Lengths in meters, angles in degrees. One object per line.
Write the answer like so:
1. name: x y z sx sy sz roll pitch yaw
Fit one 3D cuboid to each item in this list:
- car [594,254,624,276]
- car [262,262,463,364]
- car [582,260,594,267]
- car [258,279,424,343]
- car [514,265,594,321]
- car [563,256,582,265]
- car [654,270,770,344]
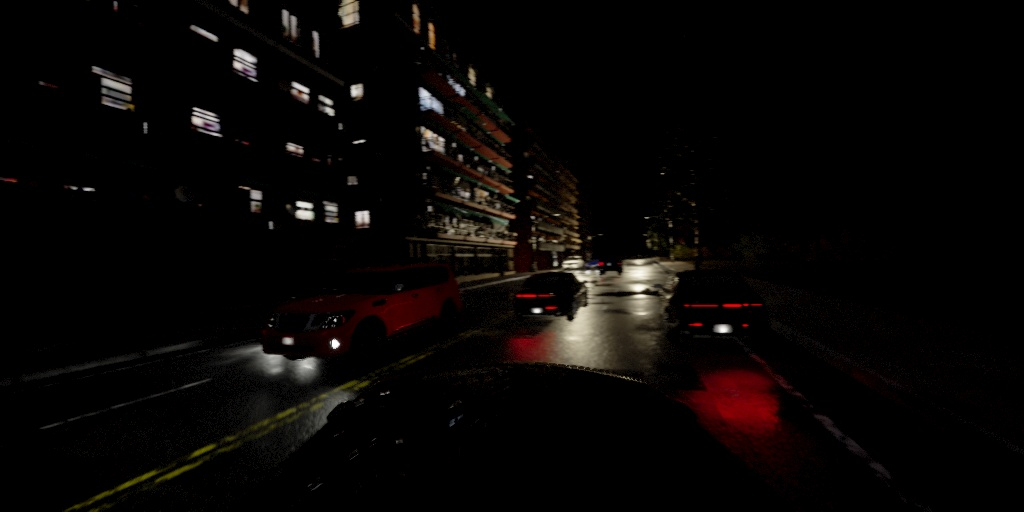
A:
1. car: 9.910 0.832 35.785 2.150 2.045 5.566 -3 -1 20
2. car: -3.342 1.246 9.427 2.150 2.045 5.566 -3 -1 20
3. car: 11.477 1.218 50.057 1.812 1.442 4.674 -3 -1 20
4. car: -5.572 1.734 12.738 2.033 1.411 5.357 -3 -1 20
5. car: 1.544 1.303 12.736 1.837 1.490 4.892 -3 0 20
6. car: 9.090 1.080 53.003 2.150 2.045 5.566 -3 -1 20
7. car: 4.708 1.082 8.910 1.837 1.490 4.892 -3 -1 20
